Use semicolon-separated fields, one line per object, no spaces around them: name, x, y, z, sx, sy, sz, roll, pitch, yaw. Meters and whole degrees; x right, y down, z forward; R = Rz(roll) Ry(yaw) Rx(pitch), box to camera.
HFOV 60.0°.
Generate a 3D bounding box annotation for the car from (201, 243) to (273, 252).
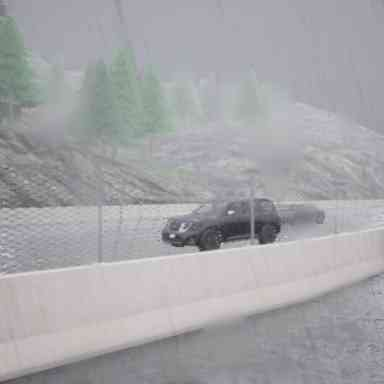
car;1.454;1.280;14.009;5.566;2.045;2.150;0;0;-38
